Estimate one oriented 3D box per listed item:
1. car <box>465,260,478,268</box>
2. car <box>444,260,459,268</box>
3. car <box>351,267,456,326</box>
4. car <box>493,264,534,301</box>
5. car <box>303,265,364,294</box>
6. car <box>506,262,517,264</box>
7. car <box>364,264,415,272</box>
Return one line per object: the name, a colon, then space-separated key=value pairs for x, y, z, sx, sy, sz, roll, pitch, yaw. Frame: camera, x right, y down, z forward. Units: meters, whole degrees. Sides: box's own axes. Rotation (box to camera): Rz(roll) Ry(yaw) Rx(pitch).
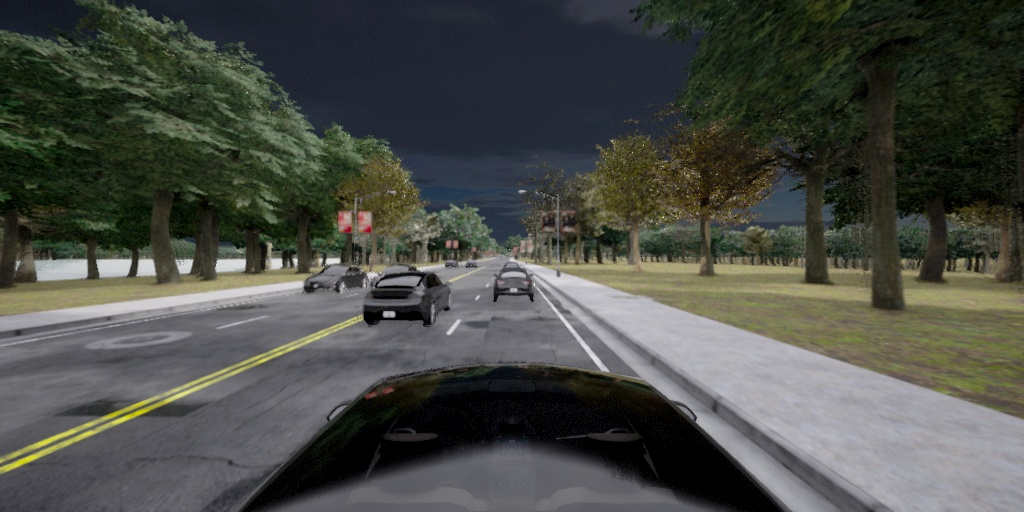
car: x=-6.890 y=1.398 z=61.879 sx=2.033 sy=1.411 sz=5.357 roll=0 pitch=0 yaw=0
car: x=-10.124 y=1.396 z=60.802 sx=2.033 sy=1.411 sz=5.357 roll=0 pitch=0 yaw=0
car: x=-3.165 y=1.258 z=11.642 sx=1.837 sy=1.490 sz=4.892 roll=0 pitch=0 yaw=0
car: x=0.069 y=1.284 z=17.422 sx=1.812 sy=1.442 sz=4.674 roll=0 pitch=0 yaw=0
car: x=-9.888 y=1.267 z=20.488 sx=1.837 sy=1.490 sz=4.892 roll=0 pitch=0 yaw=0
car: x=-0.038 y=1.359 z=37.920 sx=1.994 sy=1.385 sz=4.181 roll=0 pitch=0 yaw=0
car: x=-6.643 y=1.267 z=21.077 sx=1.837 sy=1.490 sz=4.892 roll=0 pitch=0 yaw=0
